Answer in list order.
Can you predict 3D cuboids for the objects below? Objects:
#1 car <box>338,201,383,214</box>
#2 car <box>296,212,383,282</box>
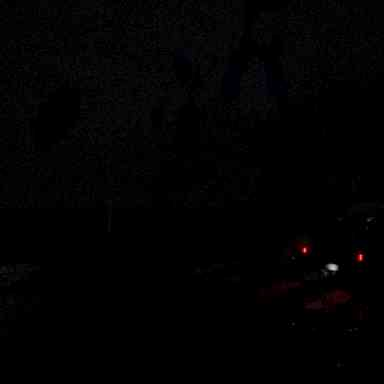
[{"bbox_3d":[9.762,1.272,18.541,1.882,1.535,5.008,0,0,45],"label":"car"},{"bbox_3d":[4.885,1.468,9.443,1.895,1.301,4.718,0,1,45],"label":"car"}]
